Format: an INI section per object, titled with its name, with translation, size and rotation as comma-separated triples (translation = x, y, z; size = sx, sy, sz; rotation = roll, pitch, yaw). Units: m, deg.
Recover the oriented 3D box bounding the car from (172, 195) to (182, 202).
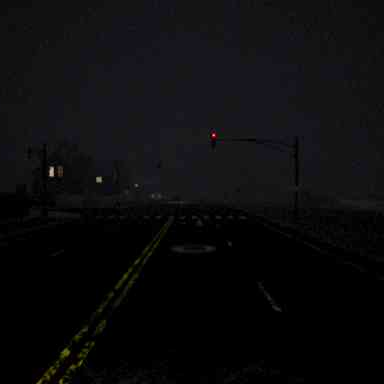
[car]
translation = -3.265, 1.354, 72.633
size = 1.882, 1.535, 5.008
rotation = 0, 0, 0
